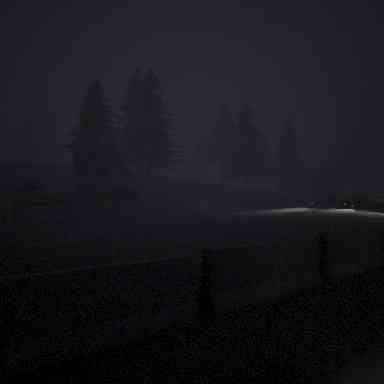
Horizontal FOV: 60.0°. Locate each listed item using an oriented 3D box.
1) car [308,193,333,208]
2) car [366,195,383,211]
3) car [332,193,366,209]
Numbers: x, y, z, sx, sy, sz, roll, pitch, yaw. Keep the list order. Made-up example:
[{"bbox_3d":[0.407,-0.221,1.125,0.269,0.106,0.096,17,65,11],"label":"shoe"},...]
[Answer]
[{"bbox_3d":[14.451,0.865,35.759,4.902,1.511,2.128,-1,1,-35],"label":"car"},{"bbox_3d":[17.996,0.863,29.697,5.008,1.535,1.882,-1,1,-35],"label":"car"},{"bbox_3d":[16.138,0.946,32.667,4.181,1.385,1.994,-1,1,-35],"label":"car"}]
